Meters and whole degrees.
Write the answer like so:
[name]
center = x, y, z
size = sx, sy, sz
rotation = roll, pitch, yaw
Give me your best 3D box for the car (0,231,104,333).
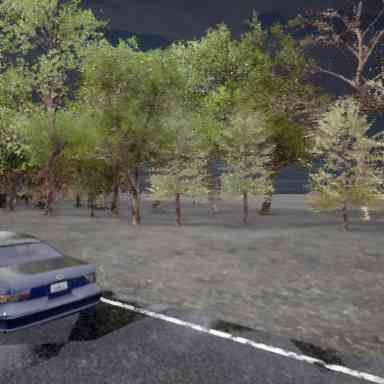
[car]
center = -4.099, 1.516, 6.613
size = 5.357, 1.411, 2.033
rotation = 0, 0, 36
